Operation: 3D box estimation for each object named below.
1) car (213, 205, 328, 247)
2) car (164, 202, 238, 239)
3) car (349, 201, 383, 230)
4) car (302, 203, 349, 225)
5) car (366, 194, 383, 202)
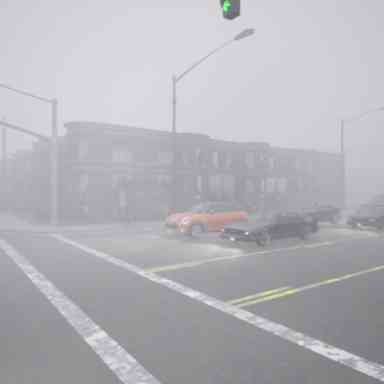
[{"bbox_3d":[3.752,1.548,15.311,5.357,1.411,2.033,0,0,-38],"label":"car"},{"bbox_3d":[0.777,1.353,17.458,4.553,1.767,2.097,0,0,-35],"label":"car"},{"bbox_3d":[12.030,1.548,21.164,5.357,1.411,2.033,0,0,-36],"label":"car"},{"bbox_3d":[8.233,1.492,22.753,4.902,1.511,2.128,0,0,-35],"label":"car"},{"bbox_3d":[16.588,1.222,28.665,5.566,2.045,2.150,0,0,-35],"label":"car"}]
